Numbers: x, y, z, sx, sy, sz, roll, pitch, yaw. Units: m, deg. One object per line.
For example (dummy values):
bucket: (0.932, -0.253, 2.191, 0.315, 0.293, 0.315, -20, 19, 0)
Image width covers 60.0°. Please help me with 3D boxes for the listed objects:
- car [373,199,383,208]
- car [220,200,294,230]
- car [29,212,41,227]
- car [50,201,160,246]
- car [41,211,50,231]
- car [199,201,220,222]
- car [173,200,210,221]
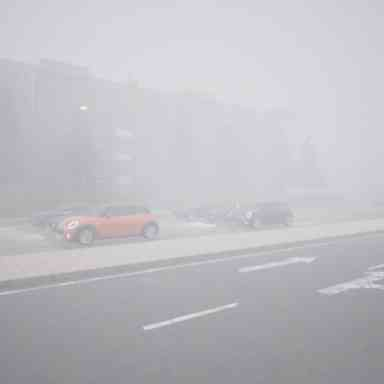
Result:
car: (26.936, 1.603, 46.018, 4.718, 1.301, 1.895, 0, 0, -37)
car: (4.388, 1.348, 21.230, 4.553, 1.767, 2.097, 0, 0, -35)
car: (-7.670, 1.493, 21.239, 4.892, 1.490, 1.837, 0, 0, -35)
car: (-3.815, 1.345, 15.395, 4.553, 1.767, 2.097, 0, 0, -35)
car: (-5.256, 1.538, 18.664, 5.357, 1.411, 2.033, 0, 0, -36)
car: (2.958, 1.557, 24.506, 4.181, 1.385, 1.994, 0, 0, -35)
car: (0.778, 1.469, 27.251, 5.008, 1.535, 1.882, 0, 0, -35)
